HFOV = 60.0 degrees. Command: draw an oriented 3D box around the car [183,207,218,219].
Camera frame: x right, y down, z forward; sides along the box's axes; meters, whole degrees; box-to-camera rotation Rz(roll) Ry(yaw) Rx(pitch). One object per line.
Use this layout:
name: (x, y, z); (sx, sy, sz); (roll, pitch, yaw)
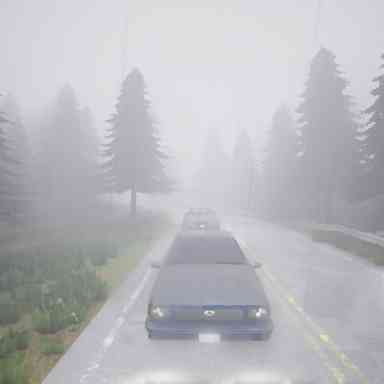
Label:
car: (0.480, 1.584, 19.172); (1.994, 1.385, 4.181); (0, 0, -2)

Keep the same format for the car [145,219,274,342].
car: (0.285, 1.558, 7.088); (2.033, 1.411, 5.357); (0, 0, 1)
